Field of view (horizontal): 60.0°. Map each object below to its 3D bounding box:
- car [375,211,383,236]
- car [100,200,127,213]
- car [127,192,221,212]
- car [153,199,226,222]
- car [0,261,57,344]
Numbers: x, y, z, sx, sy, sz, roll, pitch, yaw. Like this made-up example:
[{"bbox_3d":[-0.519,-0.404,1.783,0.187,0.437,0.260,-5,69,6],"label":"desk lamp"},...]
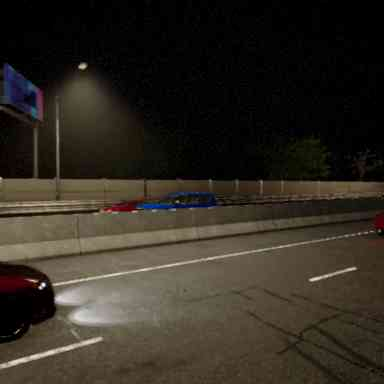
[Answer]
[{"bbox_3d":[10.502,1.231,15.544,5.008,1.535,1.882,-1,1,-36],"label":"car"},{"bbox_3d":[-4.929,1.368,26.274,4.674,1.442,1.812,-1,1,-35],"label":"car"},{"bbox_3d":[-0.829,1.063,20.602,5.566,2.045,2.150,-1,1,-36],"label":"car"},{"bbox_3d":[-0.121,1.342,25.407,5.357,1.411,2.033,-1,1,-35],"label":"car"},{"bbox_3d":[-4.306,1.575,4.973,4.181,1.385,1.994,-1,1,-36],"label":"car"}]
